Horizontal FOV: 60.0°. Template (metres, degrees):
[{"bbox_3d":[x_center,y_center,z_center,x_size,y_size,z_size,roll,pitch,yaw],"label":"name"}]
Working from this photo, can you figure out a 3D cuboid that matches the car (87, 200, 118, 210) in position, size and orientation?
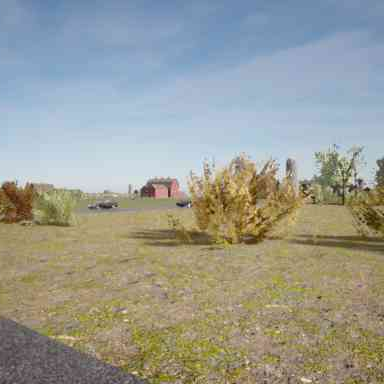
[{"bbox_3d":[-13.199,1.906,49.293,2.128,1.511,4.902,-1,-1,36],"label":"car"}]

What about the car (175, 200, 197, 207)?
[{"bbox_3d":[-1.196,2.238,65.721,1.895,1.301,4.718,-1,-1,36],"label":"car"}]

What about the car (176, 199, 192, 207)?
[{"bbox_3d":[-0.359,2.044,60.834,1.837,1.490,4.892,-1,-1,36],"label":"car"}]
